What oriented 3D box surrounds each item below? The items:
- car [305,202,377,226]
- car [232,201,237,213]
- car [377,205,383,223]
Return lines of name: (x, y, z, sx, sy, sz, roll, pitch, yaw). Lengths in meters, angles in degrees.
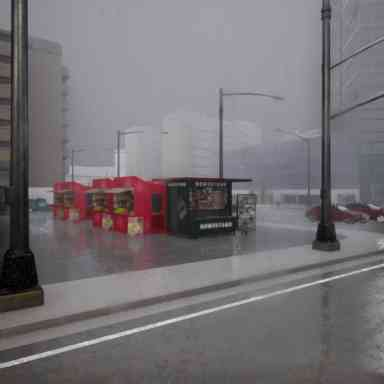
car: (10.596, 1.609, 24.520, 1.812, 1.442, 4.674, 0, -1, -36)
car: (5.091, 1.745, 38.086, 2.128, 1.511, 4.902, 0, -1, -36)
car: (13.696, 1.559, 26.230, 1.882, 1.535, 5.008, 0, 0, -36)
